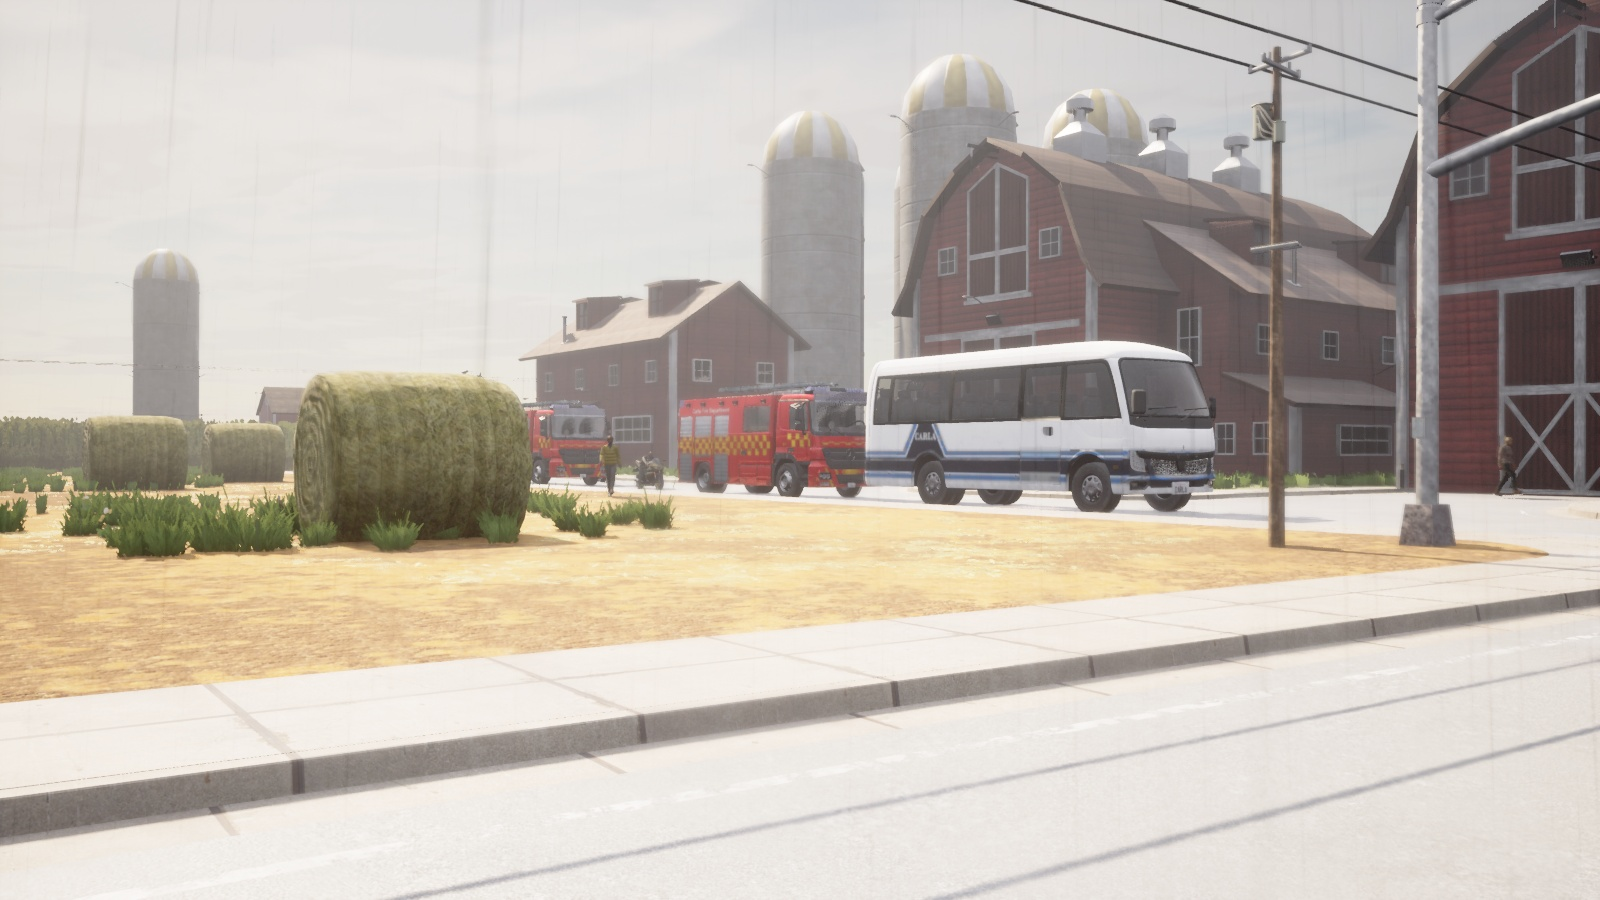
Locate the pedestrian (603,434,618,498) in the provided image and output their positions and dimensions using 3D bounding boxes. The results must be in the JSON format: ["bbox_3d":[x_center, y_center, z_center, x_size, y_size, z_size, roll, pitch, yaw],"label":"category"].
[{"bbox_3d":[-5.490,0.467,36.406,0.370,1.835,0.726,0,0,-6],"label":"pedestrian"}]

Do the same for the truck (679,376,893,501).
[{"bbox_3d":[-0.707,-0.342,42.652,2.891,3.827,8.468,0,0,-36],"label":"truck"}]

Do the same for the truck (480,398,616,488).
[{"bbox_3d":[-11.783,-0.280,57.959,2.891,3.827,8.468,0,0,-36],"label":"truck"}]

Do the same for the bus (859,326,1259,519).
[{"bbox_3d":[6.317,-0.595,32.948,3.944,4.253,10.273,0,0,-36],"label":"bus"}]

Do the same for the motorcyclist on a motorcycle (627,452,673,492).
[{"bbox_3d":[-5.970,0.870,49.922,0.866,1.530,2.191,-1,0,-36],"label":"motorcyclist on a motorcycle"}]

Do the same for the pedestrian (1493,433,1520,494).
[{"bbox_3d":[21.446,0.408,38.111,0.331,1.846,0.634,0,0,-35],"label":"pedestrian"}]
